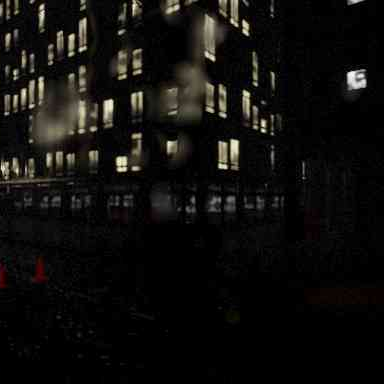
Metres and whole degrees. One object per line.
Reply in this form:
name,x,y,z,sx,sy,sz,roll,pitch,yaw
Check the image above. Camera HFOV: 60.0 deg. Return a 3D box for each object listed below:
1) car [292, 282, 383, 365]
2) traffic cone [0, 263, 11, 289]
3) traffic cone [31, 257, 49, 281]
car,3.803,1.602,4.229,4.829,1.417,1.752,0,-1,37
traffic cone,-4.645,2.012,8.065,0.340,0.580,0.340,0,-1,37
traffic cone,-4.047,2.025,8.866,0.340,0.580,0.340,0,-1,37
